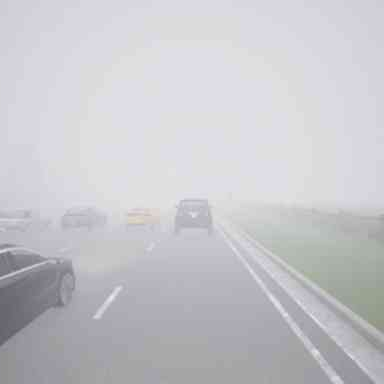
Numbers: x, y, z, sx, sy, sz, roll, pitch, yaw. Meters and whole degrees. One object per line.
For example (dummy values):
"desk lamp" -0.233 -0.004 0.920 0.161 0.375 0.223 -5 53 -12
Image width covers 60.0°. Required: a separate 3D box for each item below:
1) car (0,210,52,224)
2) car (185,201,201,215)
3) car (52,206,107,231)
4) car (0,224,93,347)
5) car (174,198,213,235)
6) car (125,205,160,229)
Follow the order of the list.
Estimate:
"car" -10.402 1.772 20.599 1.895 1.301 4.718 0 0 0
"car" 0.101 1.831 39.319 1.837 1.490 4.892 0 0 0
"car" -6.901 1.672 21.665 2.128 1.511 4.902 0 0 0
"car" -3.398 1.536 5.187 2.128 1.511 4.902 0 0 0
"car" 0.102 1.390 20.296 2.150 2.045 5.566 0 0 0
"car" -3.400 1.673 23.455 1.882 1.535 5.008 0 0 0
